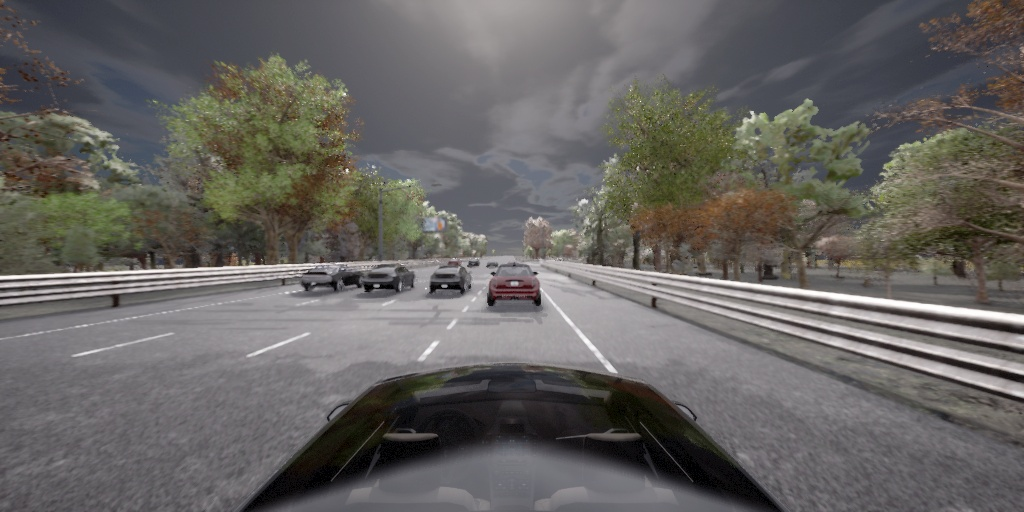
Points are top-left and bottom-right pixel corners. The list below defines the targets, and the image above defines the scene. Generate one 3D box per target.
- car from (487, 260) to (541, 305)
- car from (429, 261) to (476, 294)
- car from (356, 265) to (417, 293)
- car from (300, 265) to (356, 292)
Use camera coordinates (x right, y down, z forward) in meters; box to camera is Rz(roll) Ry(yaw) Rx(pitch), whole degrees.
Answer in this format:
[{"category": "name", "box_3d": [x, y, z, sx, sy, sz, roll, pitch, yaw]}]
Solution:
[{"category": "car", "box_3d": [0.098, 1.104, 16.158, 2.097, 1.767, 4.553, 0, 0, 0]}, {"category": "car", "box_3d": [-3.402, 1.258, 20.502, 1.837, 1.490, 4.892, 0, 0, 0]}, {"category": "car", "box_3d": [-6.901, 1.258, 20.712, 1.837, 1.490, 4.892, 0, 0, 0]}, {"category": "car", "box_3d": [-10.400, 1.243, 21.208, 2.128, 1.511, 4.902, 0, 0, 0]}]
